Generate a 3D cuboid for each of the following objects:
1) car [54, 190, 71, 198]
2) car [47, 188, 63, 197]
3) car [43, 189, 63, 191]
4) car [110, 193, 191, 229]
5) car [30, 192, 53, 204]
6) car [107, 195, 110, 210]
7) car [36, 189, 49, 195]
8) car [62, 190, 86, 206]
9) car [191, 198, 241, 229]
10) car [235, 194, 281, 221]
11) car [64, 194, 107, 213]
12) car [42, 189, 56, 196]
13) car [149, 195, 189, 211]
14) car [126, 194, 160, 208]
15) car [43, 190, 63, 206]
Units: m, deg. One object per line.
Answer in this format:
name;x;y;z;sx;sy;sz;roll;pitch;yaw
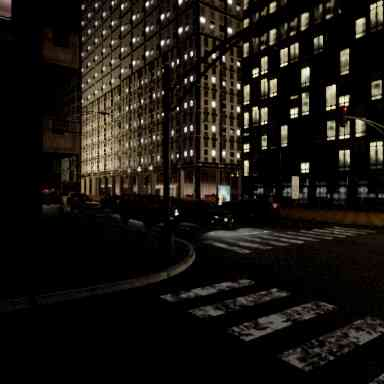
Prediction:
car;-25.236;0.310;64.660;1.887;1.381;4.507;1;0;-36
car;-28.500;0.099;69.141;1.967;1.590;4.097;1;0;-36
car;-25.516;0.382;60.618;1.994;1.385;4.181;0;1;-36
car;-2.557;1.008;19.330;2.192;1.841;5.009;2;0;-36
car;-18.898;0.753;41.738;1.802;1.307;4.206;2;0;-36
car;-6.535;0.999;29.154;2.128;1.511;4.902;0;1;-36
car;-35.038;-0.010;78.107;1.887;1.381;4.507;1;0;-36
car;-12.822;0.810;37.796;1.837;1.490;4.892;0;1;-36
car;0.357;1.231;19.750;1.837;1.490;4.892;0;1;-37
car;4.178;1.027;24.315;2.192;1.841;5.009;1;0;-36
car;-9.098;1.067;28.294;1.802;1.307;4.206;2;0;-36
car;-31.770;0.097;73.625;1.887;1.381;4.507;1;0;-36
car;-2.363;1.070;33.281;1.947;1.339;4.313;1;0;-36
car;-5.631;0.966;37.764;1.947;1.339;4.313;1;0;-36
car;-15.631;0.827;37.257;2.008;1.369;4.403;2;0;-36
